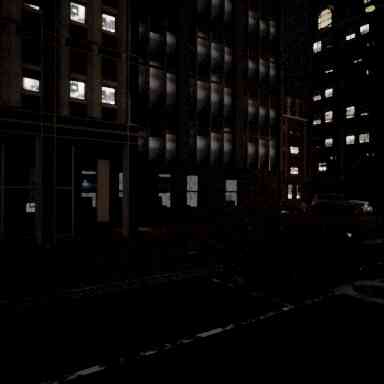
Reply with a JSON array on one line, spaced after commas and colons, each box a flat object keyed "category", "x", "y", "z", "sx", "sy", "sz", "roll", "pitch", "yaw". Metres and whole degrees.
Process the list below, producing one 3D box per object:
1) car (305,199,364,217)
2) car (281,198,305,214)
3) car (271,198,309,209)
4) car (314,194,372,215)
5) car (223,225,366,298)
[{"category": "car", "x": 12.860, "y": 1.534, "z": 30.204, "sx": 1.802, "sy": 1.307, "sz": 4.206, "roll": 0, "pitch": 0, "yaw": -36}, {"category": "car", "x": 9.659, "y": 1.467, "z": 34.667, "sx": 1.752, "sy": 1.417, "sz": 4.829, "roll": 0, "pitch": 0, "yaw": -36}, {"category": "car", "x": 12.968, "y": 1.499, "z": 44.430, "sx": 1.752, "sy": 1.417, "sz": 4.829, "roll": 0, "pitch": 0, "yaw": -36}, {"category": "car", "x": 14.435, "y": 1.184, "z": 32.450, "sx": 2.150, "sy": 2.045, "sz": 5.566, "roll": 0, "pitch": 0, "yaw": -36}, {"category": "car", "x": 2.782, "y": 1.567, "z": 8.542, "sx": 4.313, "sy": 1.339, "sz": 1.947, "roll": 0, "pitch": 0, "yaw": -36}]
